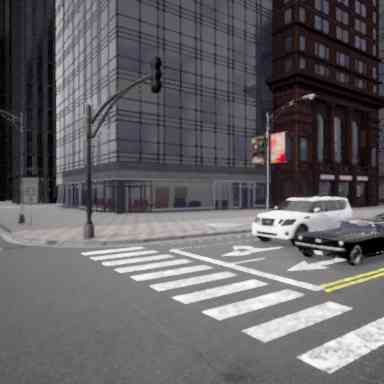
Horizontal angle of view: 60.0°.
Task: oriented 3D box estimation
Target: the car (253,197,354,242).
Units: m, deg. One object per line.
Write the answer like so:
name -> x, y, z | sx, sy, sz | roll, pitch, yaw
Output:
car -> 5.337, 1.241, 15.480 | 5.566, 2.045, 2.150 | 0, 0, -36

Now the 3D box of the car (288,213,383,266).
car -> 5.801, 1.617, 11.816 | 4.718, 1.301, 1.895 | 0, 0, -35
